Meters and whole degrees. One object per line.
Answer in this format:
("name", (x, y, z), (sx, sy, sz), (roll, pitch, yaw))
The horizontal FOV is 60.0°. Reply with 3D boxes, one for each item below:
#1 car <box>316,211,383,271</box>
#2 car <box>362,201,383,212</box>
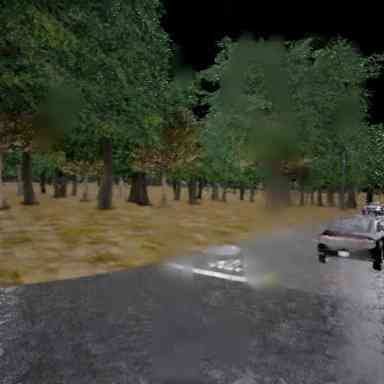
("car", (5.807, 1.636, 11.726), (2.128, 1.511, 4.902), (2, 0, 34))
("car", (23.167, 2.025, 42.553), (2.097, 1.767, 4.553), (2, 0, 34))
